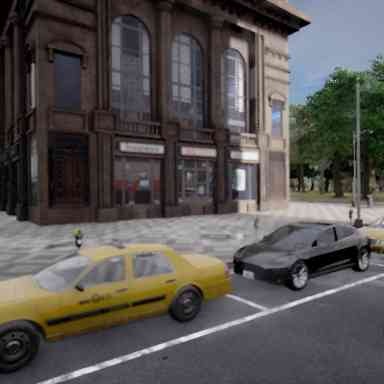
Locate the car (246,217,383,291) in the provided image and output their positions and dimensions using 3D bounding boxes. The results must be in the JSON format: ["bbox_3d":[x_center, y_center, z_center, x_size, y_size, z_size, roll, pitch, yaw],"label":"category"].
[{"bbox_3d":[3.058,1.489,8.835,4.313,1.339,1.947,-1,0,-36],"label":"car"}]

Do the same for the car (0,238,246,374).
[{"bbox_3d":[-1.506,1.506,5.577,4.829,1.417,1.752,-1,0,-36],"label":"car"}]
